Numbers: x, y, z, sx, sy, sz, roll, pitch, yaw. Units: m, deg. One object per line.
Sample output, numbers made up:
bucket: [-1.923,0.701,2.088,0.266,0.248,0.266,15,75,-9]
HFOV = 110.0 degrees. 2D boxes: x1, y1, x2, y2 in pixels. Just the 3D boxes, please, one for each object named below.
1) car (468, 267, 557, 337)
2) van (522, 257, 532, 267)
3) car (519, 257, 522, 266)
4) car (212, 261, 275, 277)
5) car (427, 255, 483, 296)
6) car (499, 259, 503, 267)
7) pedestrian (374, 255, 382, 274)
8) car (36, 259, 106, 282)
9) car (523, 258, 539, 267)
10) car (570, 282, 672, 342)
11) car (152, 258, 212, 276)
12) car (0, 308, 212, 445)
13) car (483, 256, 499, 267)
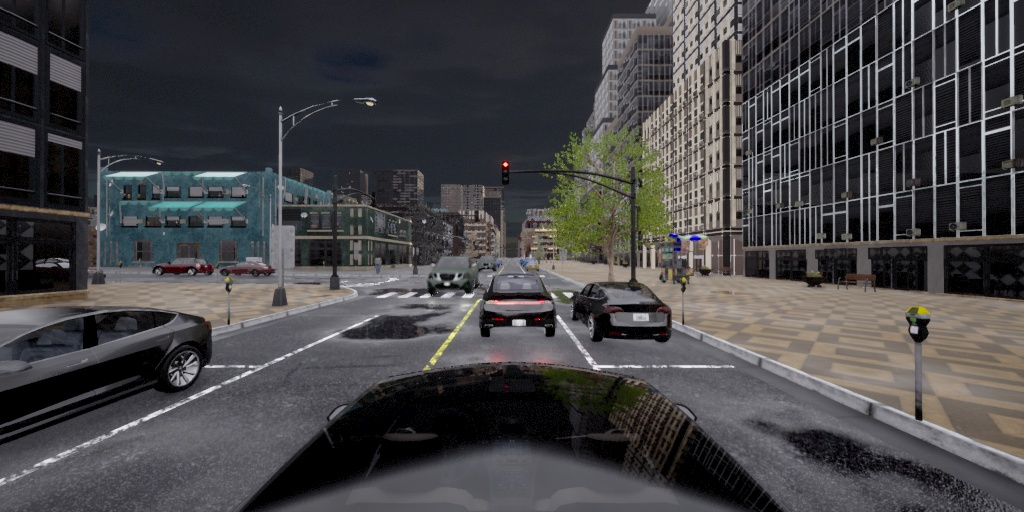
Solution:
car: [0.115,1.242,10.243,2.128,1.511,4.902,0,0,-1]
van: [2.715,1.096,53.153,1.690,1.789,3.998,0,0,0]
car: [2.720,1.308,64.255,2.007,1.370,4.403,0,0,0]
car: [-22.807,1.091,30.973,4.207,1.307,1.802,0,0,-1]
car: [-3.091,0.973,19.802,2.150,2.045,5.566,0,0,0]
car: [-3.047,1.234,61.300,1.882,1.535,5.008,0,0,0]
pedestrian: [-12.734,0.790,34.060,0.375,1.860,0.375,0,-1,-1]
car: [-28.241,0.981,22.519,4.207,1.307,1.802,0,0,-1]
car: [2.712,1.280,47.771,1.751,1.417,4.829,0,0,0]
car: [2.694,1.316,9.572,1.948,1.339,4.313,0,0,0]
car: [-28.355,0.881,30.898,4.097,1.591,1.967,0,0,-1]
car: [-5.689,1.316,4.036,1.948,1.339,4.313,0,0,0]
car: [-3.079,0.975,44.868,2.150,2.045,5.566,0,0,0]
